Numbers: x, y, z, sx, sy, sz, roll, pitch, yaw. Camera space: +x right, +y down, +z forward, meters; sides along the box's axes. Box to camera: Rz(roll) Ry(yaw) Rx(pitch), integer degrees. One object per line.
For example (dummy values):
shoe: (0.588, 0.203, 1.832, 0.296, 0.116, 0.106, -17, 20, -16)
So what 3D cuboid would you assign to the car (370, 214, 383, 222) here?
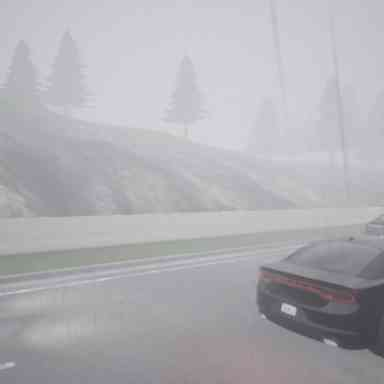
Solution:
car: (9.694, 1.645, 14.957, 4.902, 1.511, 2.128, 1, 0, -35)

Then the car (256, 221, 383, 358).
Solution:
car: (3.392, 1.536, 6.162, 5.008, 1.535, 1.882, 1, 0, -36)
